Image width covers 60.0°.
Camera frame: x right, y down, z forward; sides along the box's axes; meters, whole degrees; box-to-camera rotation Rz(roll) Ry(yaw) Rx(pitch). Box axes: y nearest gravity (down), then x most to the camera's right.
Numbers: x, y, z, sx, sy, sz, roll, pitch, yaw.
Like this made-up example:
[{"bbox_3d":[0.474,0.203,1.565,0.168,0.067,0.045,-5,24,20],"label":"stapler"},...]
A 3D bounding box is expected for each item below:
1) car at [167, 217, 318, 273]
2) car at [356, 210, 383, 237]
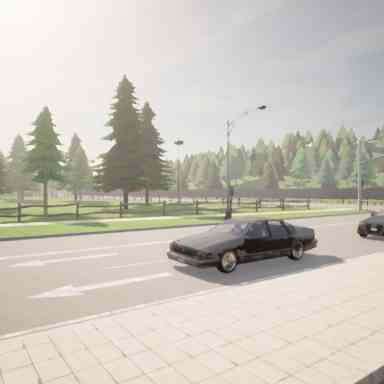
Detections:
[{"bbox_3d":[1.861,1.545,10.826,5.357,1.411,2.033,0,0,-35],"label":"car"},{"bbox_3d":[10.102,1.558,16.619,4.181,1.385,1.994,0,0,-35],"label":"car"}]
